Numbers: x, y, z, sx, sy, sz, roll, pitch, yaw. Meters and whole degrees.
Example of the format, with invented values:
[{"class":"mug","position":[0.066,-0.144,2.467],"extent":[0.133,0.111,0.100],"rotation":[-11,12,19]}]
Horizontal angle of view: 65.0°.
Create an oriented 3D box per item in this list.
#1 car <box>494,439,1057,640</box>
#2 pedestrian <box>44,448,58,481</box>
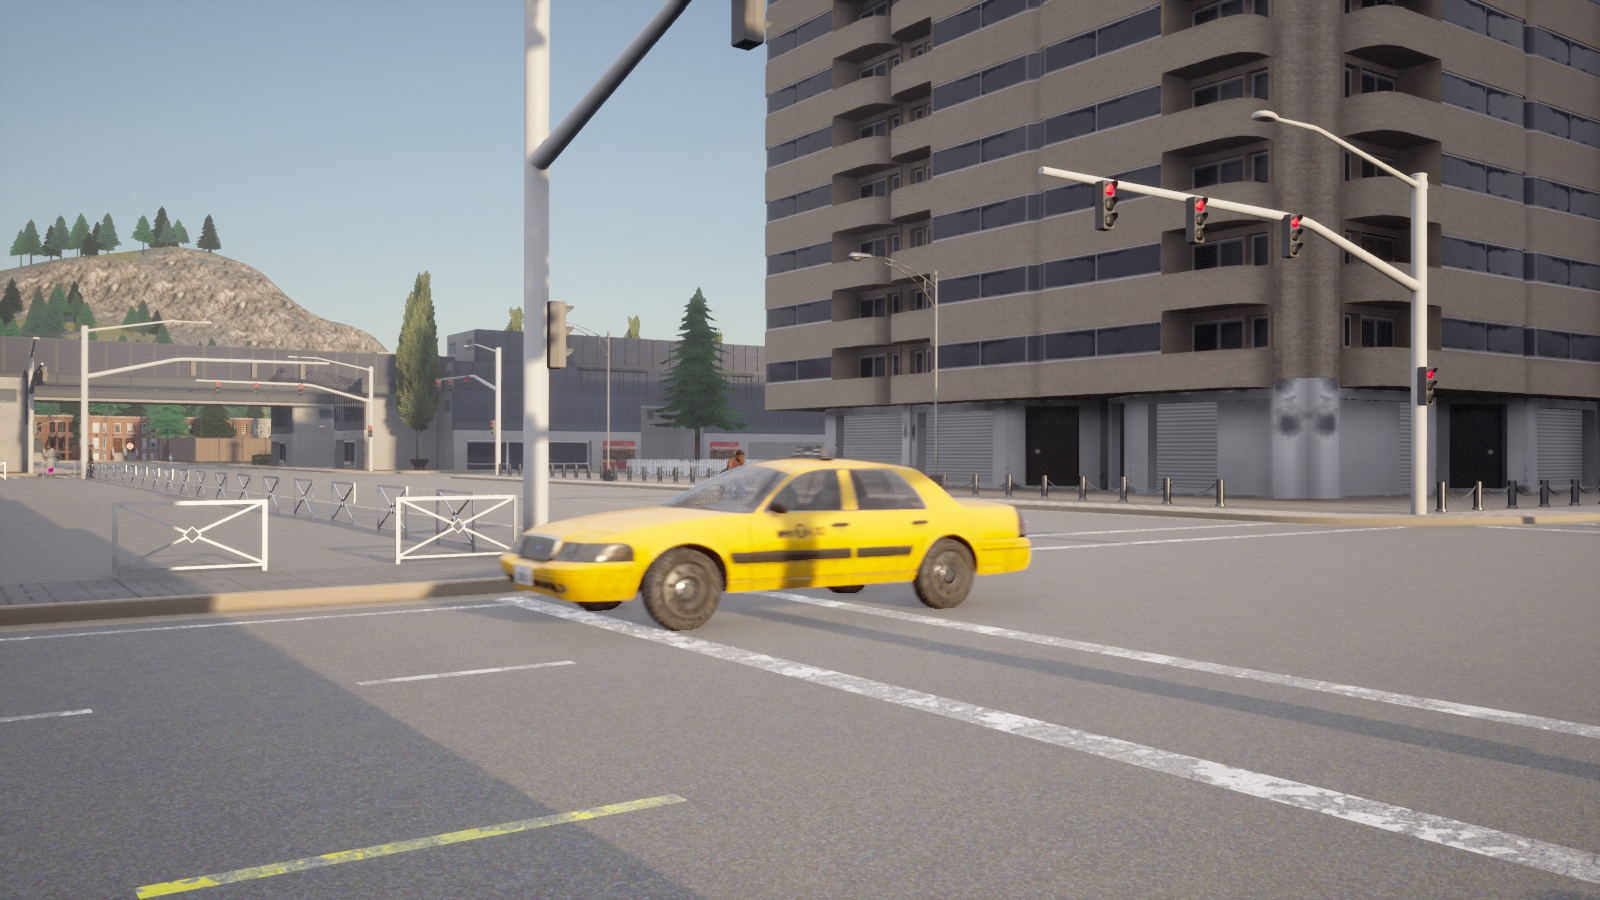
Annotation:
[{"class":"car","position":[-0.054,0.727,12.169],"extent":[5.366,1.575,1.801],"rotation":[1,0,-35]},{"class":"pedestrian","position":[-44.131,0.857,74.003],"extent":[0.659,1.952,0.873],"rotation":[0,0,-34]}]
